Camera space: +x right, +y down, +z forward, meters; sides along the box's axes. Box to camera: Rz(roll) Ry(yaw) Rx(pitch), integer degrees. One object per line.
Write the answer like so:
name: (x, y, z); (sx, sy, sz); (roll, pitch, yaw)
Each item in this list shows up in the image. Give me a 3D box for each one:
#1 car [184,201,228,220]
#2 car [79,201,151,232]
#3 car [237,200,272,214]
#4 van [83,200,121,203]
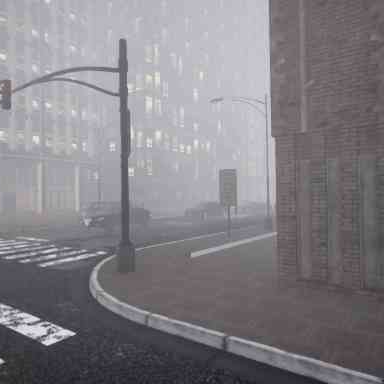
car: (1.298, 1.563, 29.228); (1.882, 1.535, 5.008); (-1, -1, 36)
car: (-4.633, 1.558, 20.983); (2.128, 1.511, 4.902); (-1, -1, 34)
car: (7.255, 1.707, 37.514); (1.895, 1.301, 4.718); (-1, -1, 36)
van: (-6.008, 1.460, 23.498); (1.690, 1.788, 3.998); (-2, -1, 36)
